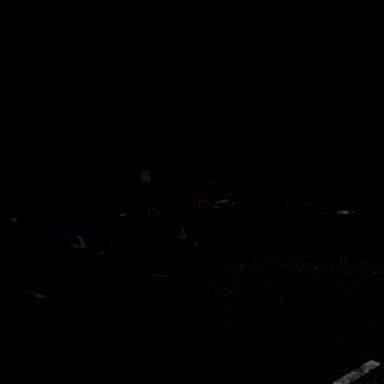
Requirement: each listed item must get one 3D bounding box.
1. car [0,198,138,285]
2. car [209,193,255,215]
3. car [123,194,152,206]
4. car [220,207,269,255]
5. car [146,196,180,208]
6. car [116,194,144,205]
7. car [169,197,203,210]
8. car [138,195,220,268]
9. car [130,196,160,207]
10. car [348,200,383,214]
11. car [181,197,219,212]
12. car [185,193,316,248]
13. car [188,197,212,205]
[{"bbox_3d":[-4.561,1.231,9.807,5.566,2.045,2.435,-1,-1,34],"label":"car"},{"bbox_3d":[4.361,1.187,35.503,2.435,2.045,5.566,0,1,36],"label":"car"},{"bbox_3d":[-9.090,1.319,55.449,2.185,1.767,4.553,0,1,36],"label":"car"},{"bbox_3d":[0.256,1.500,13.259,4.792,1.488,2.163,-1,-1,34],"label":"car"},{"bbox_3d":[-4.060,1.441,47.962,2.097,1.535,5.008,0,1,36],"label":"car"},{"bbox_3d":[-10.768,1.321,57.938,2.185,1.767,4.553,0,1,36],"label":"car"},{"bbox_3d":[-0.703,1.480,42.985,2.002,1.452,4.674,-1,0,36],"label":"car"},{"bbox_3d":[-2.154,1.225,11.529,5.566,2.045,2.435,-1,-1,34],"label":"car"},{"bbox_3d":[-7.433,1.483,52.938,2.002,1.452,4.674,-1,0,36],"label":"car"},{"bbox_3d":[18.070,1.482,32.282,2.033,1.411,5.357,0,0,-34],"label":"car"},{"bbox_3d":[1.098,1.433,40.653,1.946,1.575,5.366,-1,0,36],"label":"car"},{"bbox_3d":[2.604,1.213,14.990,5.566,2.045,2.435,-1,0,35],"label":"car"},{"bbox_3d":[1.283,1.507,56.862,1.994,1.385,4.181,0,0,-34],"label":"car"}]
